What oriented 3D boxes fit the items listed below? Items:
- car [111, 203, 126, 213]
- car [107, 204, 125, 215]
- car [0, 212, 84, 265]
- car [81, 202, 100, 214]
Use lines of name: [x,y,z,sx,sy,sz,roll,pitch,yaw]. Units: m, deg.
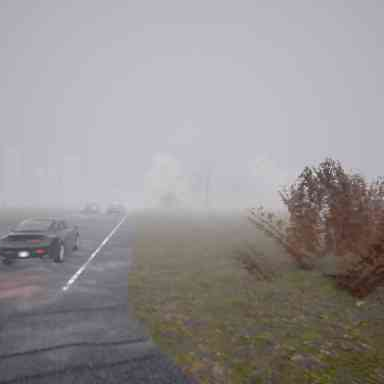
car: [-11.775,2.544,53.320,1.994,1.385,4.181,0,-1,-9]
car: [-10.558,2.383,45.527,2.033,1.411,5.357,0,-1,-8]
car: [-5.608,1.737,12.759,1.837,1.490,4.892,0,-1,-9]
car: [-14.364,2.233,47.060,2.097,1.767,4.553,0,-1,-9]
